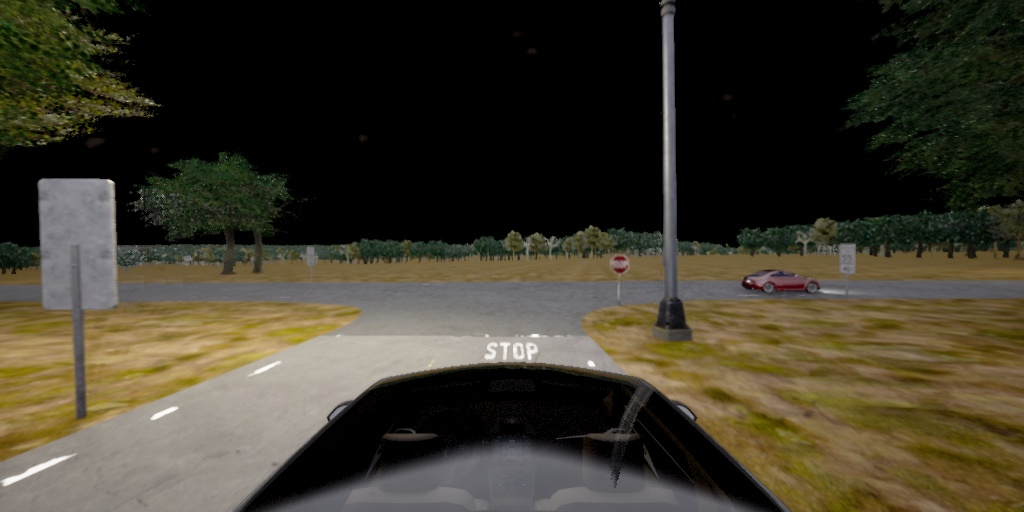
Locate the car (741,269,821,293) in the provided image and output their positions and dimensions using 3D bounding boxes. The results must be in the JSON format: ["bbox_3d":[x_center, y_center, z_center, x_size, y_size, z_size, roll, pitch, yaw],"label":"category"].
[{"bbox_3d":[16.943,1.553,22.689,4.181,1.385,1.994,0,2,-1],"label":"car"}]
